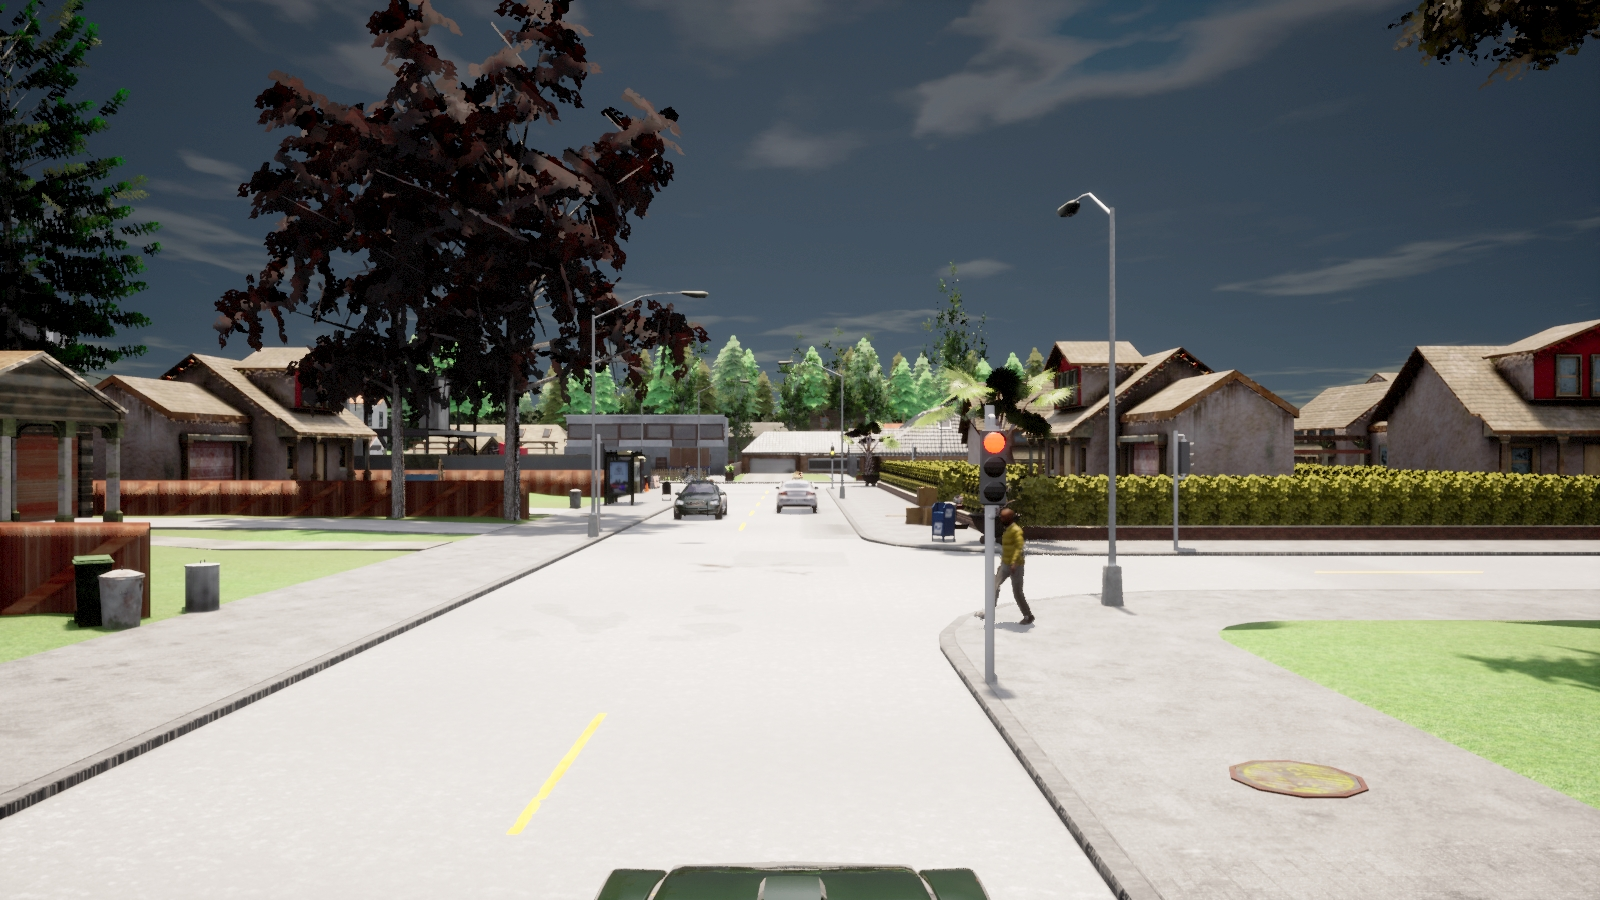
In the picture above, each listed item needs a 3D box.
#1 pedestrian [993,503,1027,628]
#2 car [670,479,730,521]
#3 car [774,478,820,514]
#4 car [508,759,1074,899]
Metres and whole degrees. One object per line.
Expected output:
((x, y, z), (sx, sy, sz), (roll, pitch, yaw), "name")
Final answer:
((3.188, 1.743, 17.367), (0.375, 1.860, 0.375), (0, 0, -21), "pedestrian")
((-4.107, 2.038, 47.608), (2.038, 1.542, 4.974), (0, 0, 0), "car")
((-0.142, 2.082, 52.623), (2.002, 1.442, 4.674), (0, 0, 0), "car")
((-0.028, 2.155, 3.193), (1.895, 1.301, 4.718), (0, 0, 0), "car")
